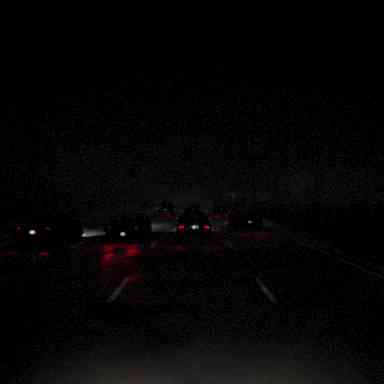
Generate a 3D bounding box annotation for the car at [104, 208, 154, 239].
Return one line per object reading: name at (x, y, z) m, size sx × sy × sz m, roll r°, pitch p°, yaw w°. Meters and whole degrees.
car at (-3.399, 1.803, 18.564) m, size 1.895 × 1.301 × 4.718 m, roll 0°, pitch -1°, yaw 0°

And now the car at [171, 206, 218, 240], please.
car at (0.100, 1.746, 18.258) m, size 2.033 × 1.411 × 5.357 m, roll 0°, pitch -1°, yaw 0°

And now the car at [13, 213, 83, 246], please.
car at (-6.901, 1.742, 16.407) m, size 1.994 × 1.385 × 4.181 m, roll 0°, pitch -1°, yaw 0°

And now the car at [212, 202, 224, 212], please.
car at (3.602, 1.993, 43.226) m, size 1.812 × 1.442 × 4.674 m, roll 0°, pitch -1°, yaw 0°

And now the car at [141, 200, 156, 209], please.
car at (-6.900, 2.066, 53.184) m, size 2.128 × 1.511 × 4.902 m, roll 0°, pitch -1°, yaw 0°

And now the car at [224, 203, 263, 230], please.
car at (3.600, 1.729, 23.193) m, size 1.882 × 1.535 × 5.008 m, roll 0°, pitch 0°, yaw 0°

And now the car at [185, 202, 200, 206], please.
car at (0.101, 2.004, 44.221) m, size 1.812 × 1.442 × 4.674 m, roll 0°, pitch -1°, yaw 0°

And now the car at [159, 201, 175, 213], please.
car at (-3.400, 1.994, 45.107) m, size 1.837 × 1.490 × 4.892 m, roll 0°, pitch 0°, yaw 0°
